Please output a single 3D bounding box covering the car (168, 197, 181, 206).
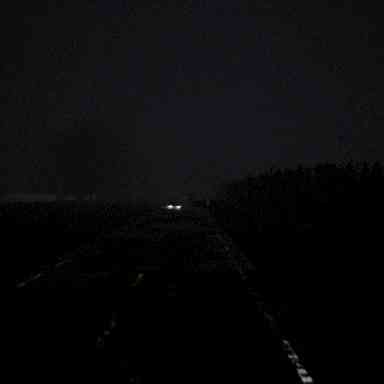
[{"bbox_3d":[-2.780,1.568,54.534,1.994,1.385,4.181,0,0,0],"label":"car"}]

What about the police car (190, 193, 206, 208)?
[{"bbox_3d":[0.988,1.428,49.416,1.930,1.638,5.238,0,0,0],"label":"police car"}]

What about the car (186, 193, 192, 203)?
[{"bbox_3d":[0.038,1.234,67.517,2.150,2.045,5.566,0,0,0],"label":"car"}]
